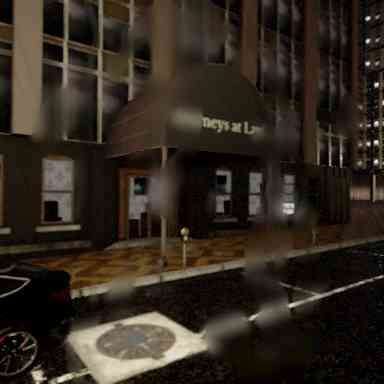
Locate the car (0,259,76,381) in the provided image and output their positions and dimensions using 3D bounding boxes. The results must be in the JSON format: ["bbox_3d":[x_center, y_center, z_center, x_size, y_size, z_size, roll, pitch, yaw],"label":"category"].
[{"bbox_3d":[-3.622,1.571,3.919,4.313,1.339,1.947,0,1,-35],"label":"car"}]
